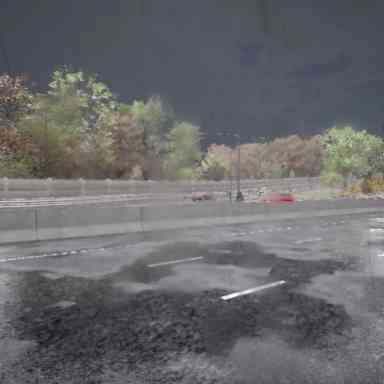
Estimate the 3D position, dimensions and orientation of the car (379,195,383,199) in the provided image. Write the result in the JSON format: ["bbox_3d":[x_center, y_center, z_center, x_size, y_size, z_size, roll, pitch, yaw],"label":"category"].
[{"bbox_3d":[31.109,1.476,50.908,4.718,1.301,1.895,0,0,-38],"label":"car"}]

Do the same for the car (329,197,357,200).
[{"bbox_3d":[17.669,1.418,40.417,5.357,1.411,2.033,0,0,-38],"label":"car"}]

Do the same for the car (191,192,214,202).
[{"bbox_3d":[1.678,0.700,51.643,1.882,1.535,5.008,0,1,29],"label":"car"}]

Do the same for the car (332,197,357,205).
[{"bbox_3d":[25.385,1.437,55.303,4.718,1.301,1.895,0,0,-38],"label":"car"}]

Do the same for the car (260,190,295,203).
[{"bbox_3d":[11.572,1.054,44.536,5.566,2.045,2.150,0,0,-38],"label":"car"}]

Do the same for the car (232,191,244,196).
[{"bbox_3d":[9.429,0.485,65.862,1.812,1.442,4.674,0,2,29],"label":"car"}]
